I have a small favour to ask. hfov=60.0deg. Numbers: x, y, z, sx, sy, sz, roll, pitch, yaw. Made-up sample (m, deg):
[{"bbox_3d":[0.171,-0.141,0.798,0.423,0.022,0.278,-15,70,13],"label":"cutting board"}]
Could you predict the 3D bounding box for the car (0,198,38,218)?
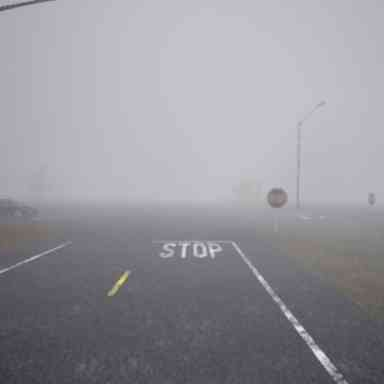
[{"bbox_3d":[-14.903,1.262,26.633,4.892,1.490,1.837,1,1,0],"label":"car"}]
